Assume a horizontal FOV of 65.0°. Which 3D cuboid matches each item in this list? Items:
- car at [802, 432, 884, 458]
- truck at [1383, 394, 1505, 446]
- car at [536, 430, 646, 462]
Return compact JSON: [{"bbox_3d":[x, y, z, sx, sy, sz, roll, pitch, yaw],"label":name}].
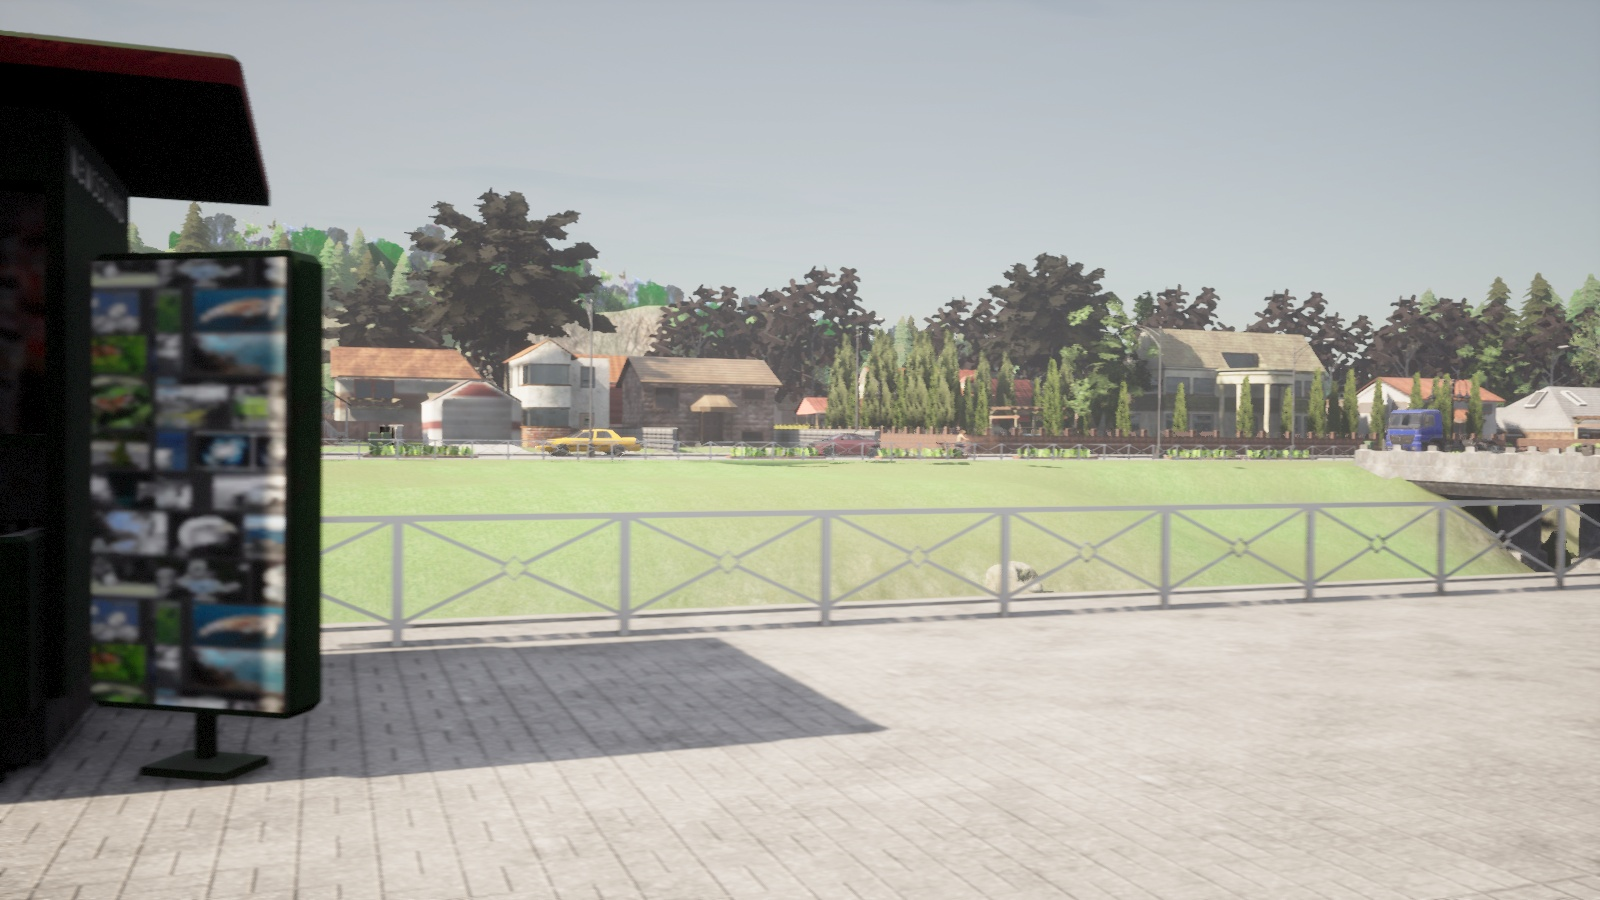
[{"bbox_3d":[2.405,-0.314,70.677,4.181,1.385,1.994,-1,1,-21],"label":"car"},{"bbox_3d":[44.432,-2.074,86.610,7.936,3.462,2.891,-1,1,-21],"label":"truck"},{"bbox_3d":[-10.913,-0.213,65.623,5.366,1.575,1.801,-1,1,-21],"label":"car"}]
